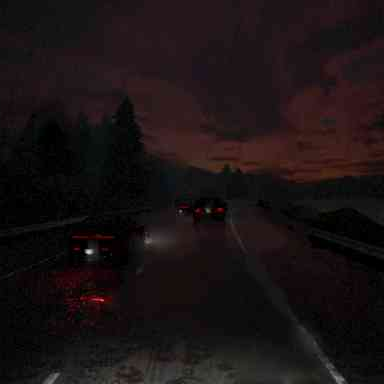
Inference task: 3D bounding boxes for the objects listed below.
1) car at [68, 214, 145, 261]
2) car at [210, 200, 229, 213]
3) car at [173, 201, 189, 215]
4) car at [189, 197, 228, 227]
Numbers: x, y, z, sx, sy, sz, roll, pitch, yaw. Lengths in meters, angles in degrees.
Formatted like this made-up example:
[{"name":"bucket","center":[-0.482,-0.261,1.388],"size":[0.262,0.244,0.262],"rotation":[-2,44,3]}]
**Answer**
[{"name":"car","center":[-3.013,1.580,12.560],"size":[1.837,1.490,4.892],"rotation":[0,0,3]},{"name":"car","center":[3.486,1.807,41.741],"size":[2.033,1.411,5.357],"rotation":[0,0,9]},{"name":"car","center":[-0.842,1.727,36.218],"size":[1.837,1.490,4.892],"rotation":[0,0,7]},{"name":"car","center":[1.324,1.371,24.306],"size":[2.150,2.045,5.566],"rotation":[0,-1,5]}]
